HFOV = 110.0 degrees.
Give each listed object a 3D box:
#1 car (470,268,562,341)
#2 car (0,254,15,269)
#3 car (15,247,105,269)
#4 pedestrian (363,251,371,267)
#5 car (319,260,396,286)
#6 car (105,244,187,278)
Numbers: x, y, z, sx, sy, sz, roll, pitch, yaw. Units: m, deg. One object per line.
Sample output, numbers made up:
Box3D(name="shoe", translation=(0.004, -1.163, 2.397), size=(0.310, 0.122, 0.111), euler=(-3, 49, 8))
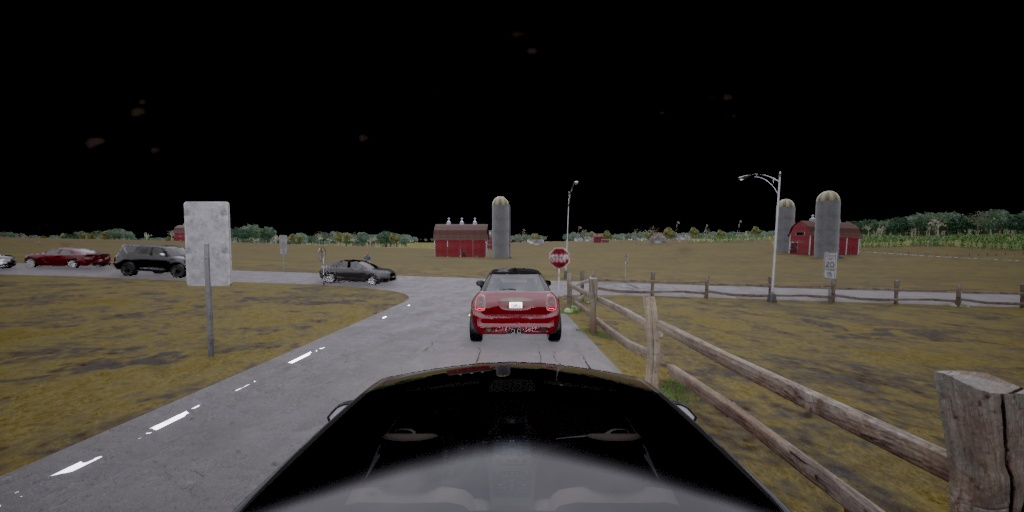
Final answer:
Box3D(name="car", translation=(0.056, 1.096, 9.999), size=(2.097, 1.767, 4.553), euler=(0, 0, -1))
Box3D(name="car", translation=(-36.416, 0.139, 23.987), size=(4.902, 1.511, 2.128), euler=(2, 3, 0))
Box3D(name="car", translation=(-33.300, 0.090, 26.915), size=(5.008, 1.535, 1.882), euler=(2, 3, 0))
Box3D(name="pedestrian", translation=(-12.074, 0.530, 29.864), size=(0.375, 1.860, 0.375), euler=(0, 1, 0))
Box3D(name="car", translation=(-10.079, 1.042, 23.558), size=(4.892, 1.490, 1.837), euler=(2, 2, 8))
Box3D(name="car", translation=(-23.041, 0.305, 23.939), size=(5.566, 2.045, 2.150), euler=(3, 3, 1))
